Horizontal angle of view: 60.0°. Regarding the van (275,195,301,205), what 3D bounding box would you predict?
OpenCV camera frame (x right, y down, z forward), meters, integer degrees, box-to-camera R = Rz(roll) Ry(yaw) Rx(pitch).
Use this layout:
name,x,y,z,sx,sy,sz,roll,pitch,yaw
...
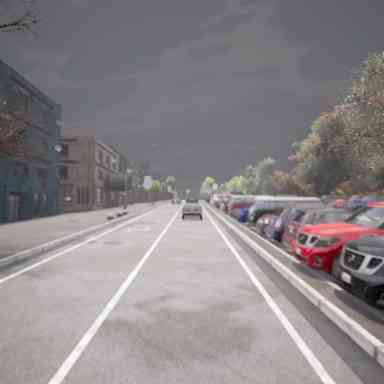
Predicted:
name,x,y,z,sx,sy,sz,roll,pitch,yaw
van,18.788,1.506,65.152,4.442,1.987,1.878,0,0,0

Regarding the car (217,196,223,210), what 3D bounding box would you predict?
name,x,y,z,sx,sy,sz,roll,pitch,yaw
car,5.812,1.580,37.057,5.366,1.575,1.946,0,0,0

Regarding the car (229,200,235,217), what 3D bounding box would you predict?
name,x,y,z,sx,sy,sz,roll,pitch,yaw
car,5.613,1.582,25.844,4.792,1.488,2.163,0,0,0

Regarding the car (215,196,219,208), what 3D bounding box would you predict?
name,x,y,z,sx,sy,sz,roll,pitch,yaw
car,5.618,1.592,39.857,5.008,1.535,2.097,0,0,0

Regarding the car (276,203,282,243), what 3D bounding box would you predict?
name,x,y,z,sx,sy,sz,roll,pitch,yaw
car,5.631,1.389,11.828,4.553,1.767,2.185,0,0,0

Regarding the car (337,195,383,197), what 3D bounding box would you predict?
name,x,y,z,sx,sy,sz,roll,pitch,yaw
car,18.682,1.327,34.638,5.566,2.045,2.435,0,0,0

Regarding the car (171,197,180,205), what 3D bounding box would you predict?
name,x,y,z,sx,sy,sz,roll,pitch,yaw
car,-3.254,1.802,68.384,2.128,1.511,4.902,0,0,0

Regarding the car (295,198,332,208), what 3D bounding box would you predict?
name,x,y,z,sx,sy,sz,roll,pitch,yaw
car,18.657,1.679,51.222,4.792,1.488,2.163,0,0,0

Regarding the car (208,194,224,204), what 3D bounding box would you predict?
name,x,y,z,sx,sy,sz,roll,pitch,yaw
car,5.636,1.396,51.071,5.566,2.045,2.435,0,0,0

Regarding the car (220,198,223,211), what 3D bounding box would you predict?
name,x,y,z,sx,sy,sz,roll,pitch,yaw
car,5.660,1.605,34.254,4.792,1.488,2.163,0,0,0

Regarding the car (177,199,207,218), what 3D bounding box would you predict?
name,x,y,z,sx,sy,sz,roll,pitch,yaw
car,0.034,1.642,30.787,2.033,1.411,5.357,0,0,1

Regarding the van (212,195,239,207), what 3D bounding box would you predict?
name,x,y,z,sx,sy,sz,roll,pitch,yaw
van,5.716,1.454,56.679,4.442,1.987,1.878,0,0,0

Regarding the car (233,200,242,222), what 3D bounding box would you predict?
name,x,y,z,sx,sy,sz,roll,pitch,yaw
car,5.641,1.545,23.041,5.008,1.535,2.097,0,0,0

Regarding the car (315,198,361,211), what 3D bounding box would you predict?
name,x,y,z,sx,sy,sz,roll,pitch,yaw
car,18.693,1.606,42.868,5.008,1.535,2.097,0,0,0

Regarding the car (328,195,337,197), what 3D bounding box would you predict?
name,x,y,z,sx,sy,sz,roll,pitch,yaw
car,18.677,1.334,37.300,5.566,2.045,2.435,0,0,0

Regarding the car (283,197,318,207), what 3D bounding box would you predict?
name,x,y,z,sx,sy,sz,roll,pitch,yaw
car,18.494,1.679,56.793,5.366,1.575,1.946,0,0,0

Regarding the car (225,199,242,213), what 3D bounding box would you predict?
name,x,y,z,sx,sy,sz,roll,pitch,yaw
car,5.610,1.590,28.647,4.792,1.488,2.163,0,0,0

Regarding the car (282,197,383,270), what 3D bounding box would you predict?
name,x,y,z,sx,sy,sz,roll,pitch,yaw
car,5.638,1.256,9.025,5.566,2.045,2.435,0,0,0

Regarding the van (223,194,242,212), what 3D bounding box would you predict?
name,x,y,z,sx,sy,sz,roll,pitch,yaw
van,5.518,1.342,31.451,4.442,1.987,1.878,0,0,0

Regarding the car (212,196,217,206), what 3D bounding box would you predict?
name,x,y,z,sx,sy,sz,roll,pitch,yaw
car,5.586,1.645,45.465,4.792,1.488,2.163,0,0,0

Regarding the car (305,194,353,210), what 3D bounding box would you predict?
name,x,y,z,sx,sy,sz,roll,pitch,yaw
car,18.666,1.367,45.656,5.566,2.045,2.435,0,0,0

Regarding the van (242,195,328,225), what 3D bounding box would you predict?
name,x,y,z,sx,sy,sz,roll,pitch,yaw
van,5.534,1.312,20.238,4.442,1.987,1.878,0,0,0

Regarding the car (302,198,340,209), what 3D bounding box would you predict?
name,x,y,z,sx,sy,sz,roll,pitch,yaw
car,18.719,1.663,48.437,4.792,1.488,2.163,0,0,0

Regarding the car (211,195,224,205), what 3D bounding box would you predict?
name,x,y,z,sx,sy,sz,roll,pitch,yaw
car,5.607,1.631,48.263,4.892,1.521,2.231,0,0,0

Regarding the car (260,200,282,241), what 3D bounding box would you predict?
name,x,y,z,sx,sy,sz,roll,pitch,yaw
car,5.627,1.397,14.631,4.553,1.767,2.185,0,0,0

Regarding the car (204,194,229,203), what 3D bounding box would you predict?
name,x,y,z,sx,sy,sz,roll,pitch,yaw
car,5.621,1.573,76.300,5.566,2.045,2.435,0,-1,0

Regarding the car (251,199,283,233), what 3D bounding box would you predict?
name,x,y,z,sx,sy,sz,roll,pitch,yaw
car,5.686,1.404,17.435,4.553,1.767,2.185,0,0,0

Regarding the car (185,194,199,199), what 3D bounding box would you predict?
name,x,y,z,sx,sy,sz,roll,pitch,yaw
car,0.000,1.435,57.565,2.150,2.045,5.566,0,0,0

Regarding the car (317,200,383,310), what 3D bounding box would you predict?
name,x,y,z,sx,sy,sz,roll,pitch,yaw
car,5.642,1.248,6.222,5.566,2.045,2.435,0,0,0

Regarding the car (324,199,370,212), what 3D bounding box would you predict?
name,x,y,z,sx,sy,sz,roll,pitch,yaw
car,18.700,1.635,40.207,4.674,1.452,2.002,0,0,0

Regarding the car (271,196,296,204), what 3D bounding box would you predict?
name,x,y,z,sx,sy,sz,roll,pitch,yaw
car,18.640,1.626,67.932,4.553,1.767,2.185,0,0,0
